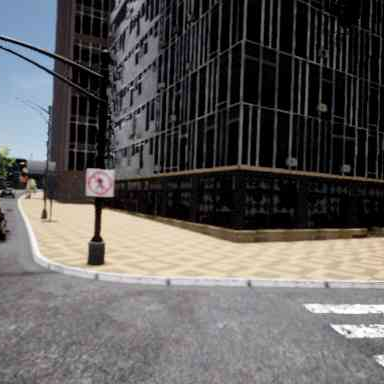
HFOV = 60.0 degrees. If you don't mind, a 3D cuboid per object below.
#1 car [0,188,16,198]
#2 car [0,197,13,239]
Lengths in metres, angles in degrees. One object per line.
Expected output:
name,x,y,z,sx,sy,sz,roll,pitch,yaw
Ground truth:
car,-30.834,0.094,55.910,2.097,1.767,4.553,3,0,-25
car,-9.059,1.141,14.500,1.837,1.490,4.892,3,0,-28
